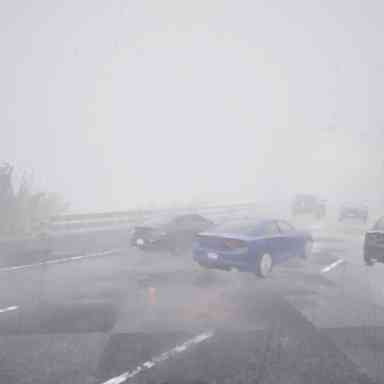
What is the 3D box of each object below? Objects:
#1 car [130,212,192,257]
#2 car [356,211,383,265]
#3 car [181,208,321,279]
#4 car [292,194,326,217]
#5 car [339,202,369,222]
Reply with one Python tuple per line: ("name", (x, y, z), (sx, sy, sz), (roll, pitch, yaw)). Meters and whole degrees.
("car", (-0.269, 1.492, 12.885), (1.812, 1.442, 4.674), (0, 0, 39))
("car", (6.989, 1.471, 10.849), (1.882, 1.535, 5.008), (0, 0, 37))
("car", (2.085, 1.458, 10.241), (1.882, 1.535, 5.008), (0, 0, 39))
("car", (10.105, 1.180, 28.605), (2.150, 2.045, 5.566), (0, 0, 29))
("car", (12.514, 1.499, 25.697), (1.812, 1.442, 4.674), (0, 0, 30))
